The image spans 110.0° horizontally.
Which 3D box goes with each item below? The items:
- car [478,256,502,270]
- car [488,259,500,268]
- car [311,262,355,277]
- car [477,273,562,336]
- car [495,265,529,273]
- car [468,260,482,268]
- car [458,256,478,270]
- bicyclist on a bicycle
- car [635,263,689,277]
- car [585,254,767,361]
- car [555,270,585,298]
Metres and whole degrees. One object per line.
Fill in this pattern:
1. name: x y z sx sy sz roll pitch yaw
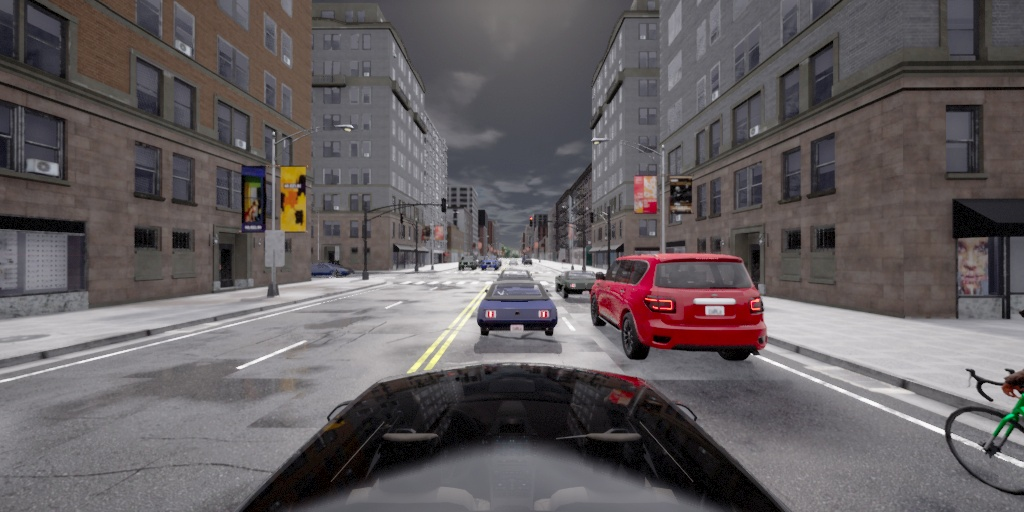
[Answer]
1. car: -3.117 0.987 51.782 2.150 2.045 5.566 0 0 2
2. car: -3.087 1.293 61.299 1.812 1.442 4.674 0 0 1
3. car: -17.778 1.282 33.832 5.357 1.411 2.033 0 0 0
4. car: 0.132 1.352 10.375 1.895 1.301 4.718 0 0 0
5. car: 0.168 1.354 19.480 1.895 1.301 4.718 0 0 0
6. car: -6.339 1.331 61.488 1.994 1.385 4.181 0 0 0
7. car: -6.391 0.987 52.082 2.150 2.045 5.566 0 0 0
8. bicyclist on a bicycle: 4.149 1.203 2.620 0.582 1.620 1.656 0 0 0
9. car: 15.197 1.409 36.499 4.718 1.301 1.895 0 0 0
10. car: 3.349 0.972 8.449 2.150 2.045 5.566 0 0 2
11. car: 3.313 1.354 18.218 1.895 1.301 4.718 0 0 0
